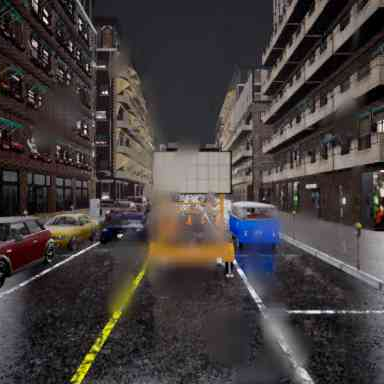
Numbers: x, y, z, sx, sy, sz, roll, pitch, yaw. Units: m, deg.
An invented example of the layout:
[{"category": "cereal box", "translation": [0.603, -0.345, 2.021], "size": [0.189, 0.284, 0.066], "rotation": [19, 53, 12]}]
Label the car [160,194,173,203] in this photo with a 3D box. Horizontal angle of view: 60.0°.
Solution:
[{"category": "car", "translation": [-5.347, 1.318, 69.893], "size": [2.192, 1.841, 5.009], "rotation": [1, 0, 0]}]

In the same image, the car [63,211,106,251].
[{"category": "car", "translation": [-5.316, 1.527, 14.233], "size": [1.752, 1.417, 4.829], "rotation": [1, 0, 0]}]

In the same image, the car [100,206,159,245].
[{"category": "car", "translation": [-2.860, 1.566, 15.371], "size": [1.994, 1.385, 4.181], "rotation": [0, 0, 0]}]

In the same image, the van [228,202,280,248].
[{"category": "van", "translation": [2.566, 1.343, 14.427], "size": [1.690, 1.788, 3.998], "rotation": [1, 0, 0]}]

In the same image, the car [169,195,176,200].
[{"category": "car", "translation": [-5.363, 1.582, 92.089], "size": [1.802, 1.307, 4.206], "rotation": [1, 0, 0]}]

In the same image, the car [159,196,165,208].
[{"category": "car", "translation": [-5.337, 1.586, 47.697], "size": [1.802, 1.307, 4.206], "rotation": [1, 0, 0]}]

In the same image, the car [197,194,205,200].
[{"category": "car", "translation": [2.519, 1.440, 92.115], "size": [1.967, 1.590, 4.097], "rotation": [1, 0, 0]}]

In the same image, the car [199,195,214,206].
[{"category": "car", "translation": [2.542, 1.444, 53.271], "size": [1.967, 1.590, 4.097], "rotation": [1, 0, 0]}]

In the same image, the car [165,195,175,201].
[{"category": "car", "translation": [-5.356, 1.552, 80.991], "size": [2.008, 1.369, 4.403], "rotation": [1, 0, 0]}]

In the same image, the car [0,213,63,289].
[{"category": "car", "translation": [-5.312, 1.442, 8.854], "size": [1.967, 1.590, 4.097], "rotation": [1, 0, 0]}]

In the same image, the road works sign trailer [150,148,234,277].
[{"category": "road works sign trailer", "translation": [0.000, 0.466, 10.229], "size": [2.380, 3.560, 2.880], "rotation": [0, 0, 0]}]

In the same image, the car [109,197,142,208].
[{"category": "car", "translation": [-5.322, 1.443, 25.501], "size": [1.967, 1.590, 4.097], "rotation": [1, 0, 0]}]

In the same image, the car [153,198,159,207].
[{"category": "car", "translation": [-5.327, 1.319, 36.599], "size": [2.192, 1.841, 5.009], "rotation": [1, 0, 0]}]

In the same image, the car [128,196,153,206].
[{"category": "car", "translation": [-5.324, 1.319, 31.050], "size": [2.192, 1.841, 5.009], "rotation": [1, 0, 0]}]

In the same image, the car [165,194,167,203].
[{"category": "car", "translation": [-5.343, 1.529, 58.625], "size": [1.752, 1.417, 4.829], "rotation": [1, 0, 0]}]

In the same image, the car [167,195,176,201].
[{"category": "car", "translation": [-5.360, 1.567, 86.540], "size": [1.947, 1.339, 4.313], "rotation": [1, 0, 0]}]

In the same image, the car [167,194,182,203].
[{"category": "car", "translation": [-2.786, 1.356, 57.827], "size": [2.097, 1.767, 4.553], "rotation": [0, 0, 0]}]
